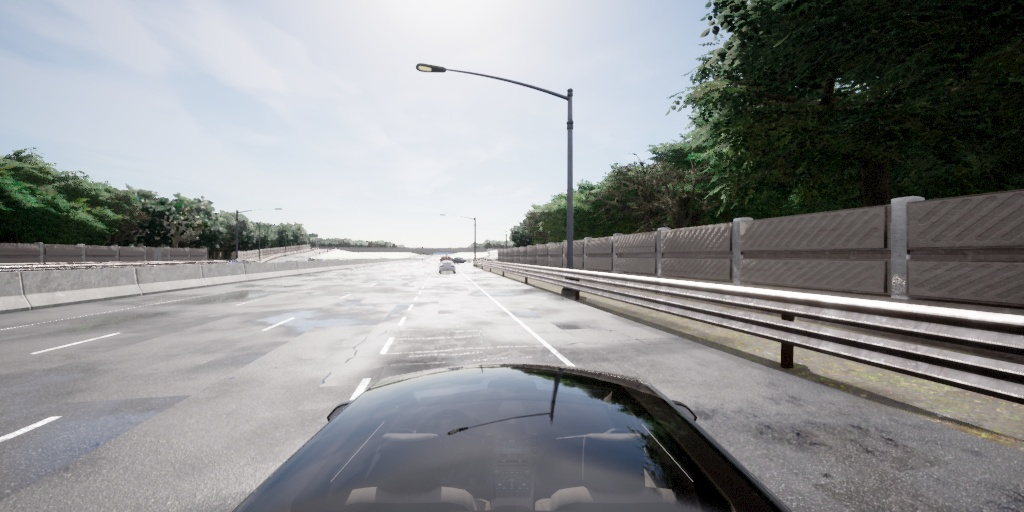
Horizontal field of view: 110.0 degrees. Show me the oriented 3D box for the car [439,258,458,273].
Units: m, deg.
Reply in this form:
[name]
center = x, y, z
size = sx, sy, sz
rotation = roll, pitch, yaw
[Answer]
[car]
center = -7.970, 1.308, 44.052
size = 1.812, 1.442, 4.674
rotation = 0, 0, -11
